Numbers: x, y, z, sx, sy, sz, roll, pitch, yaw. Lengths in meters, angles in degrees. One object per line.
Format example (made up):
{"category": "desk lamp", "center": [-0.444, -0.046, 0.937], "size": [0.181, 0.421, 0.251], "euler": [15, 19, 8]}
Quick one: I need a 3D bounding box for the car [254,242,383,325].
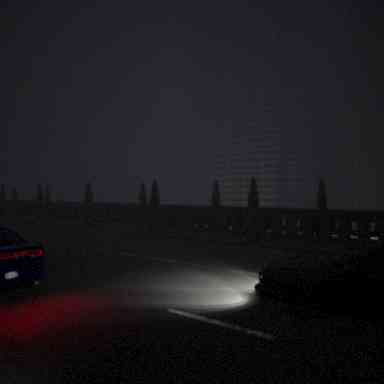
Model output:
{"category": "car", "center": [3.820, 1.547, 5.565], "size": [5.357, 1.411, 2.033], "euler": [0, 0, 35]}

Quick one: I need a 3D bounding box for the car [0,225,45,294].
{"category": "car", "center": [-5.542, 1.473, 7.948], "size": [5.008, 1.535, 1.882], "euler": [0, 0, 36]}
